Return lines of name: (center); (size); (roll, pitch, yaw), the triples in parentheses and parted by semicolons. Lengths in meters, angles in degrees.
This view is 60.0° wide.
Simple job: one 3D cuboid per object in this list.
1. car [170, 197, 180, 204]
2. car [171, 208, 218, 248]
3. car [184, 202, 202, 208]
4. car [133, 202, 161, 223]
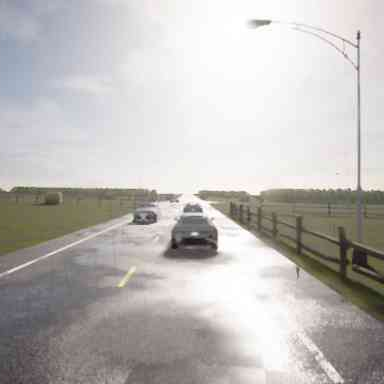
car: (-3.487, 1.692, 68.250); (2.128, 1.511, 4.902); (0, 0, 0)
car: (0.107, 1.628, 15.136); (1.994, 1.385, 4.181); (0, 0, 0)
car: (0.101, 1.701, 33.965); (1.994, 1.385, 4.181); (0, 0, 0)
car: (-3.578, 1.604, 27.008); (2.128, 1.511, 4.902); (0, 0, 0)
